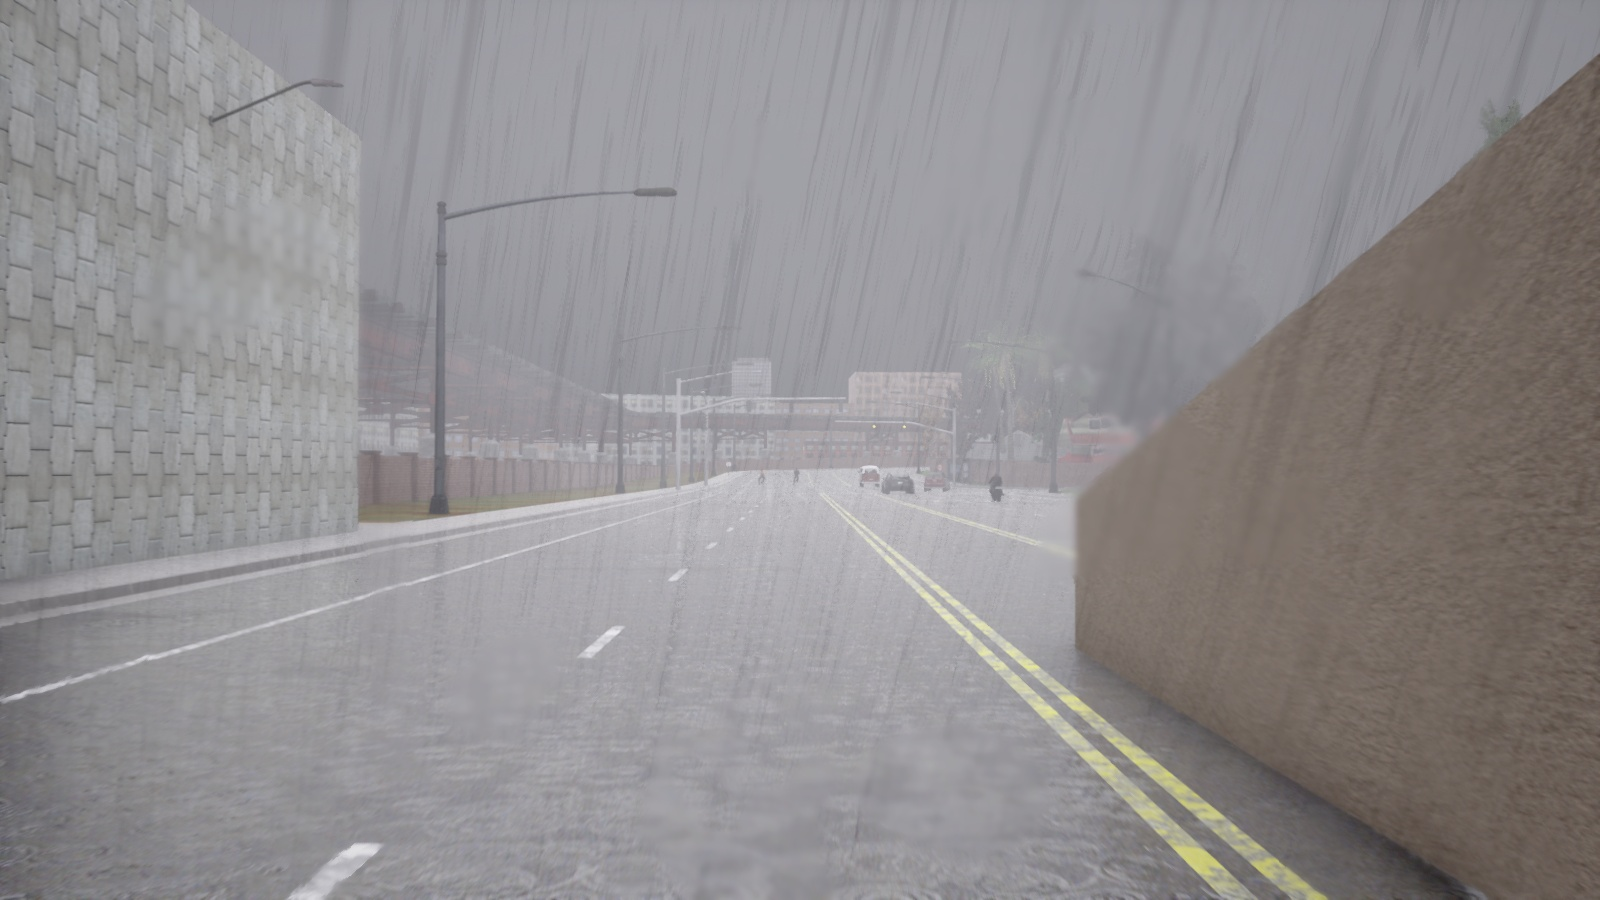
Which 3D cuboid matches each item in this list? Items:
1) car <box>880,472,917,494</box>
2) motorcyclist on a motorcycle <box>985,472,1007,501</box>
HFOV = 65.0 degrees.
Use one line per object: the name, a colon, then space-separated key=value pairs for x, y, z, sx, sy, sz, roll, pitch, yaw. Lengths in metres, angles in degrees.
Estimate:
car: x=6.779 y=2.244 z=87.041 sx=2.163 sy=1.488 sz=4.792 roll=0 pitch=-1 yaw=0
motorcyclist on a motorcycle: x=10.297 y=1.911 z=66.027 sx=0.866 sy=1.530 sz=2.191 roll=0 pitch=-1 yaw=1
